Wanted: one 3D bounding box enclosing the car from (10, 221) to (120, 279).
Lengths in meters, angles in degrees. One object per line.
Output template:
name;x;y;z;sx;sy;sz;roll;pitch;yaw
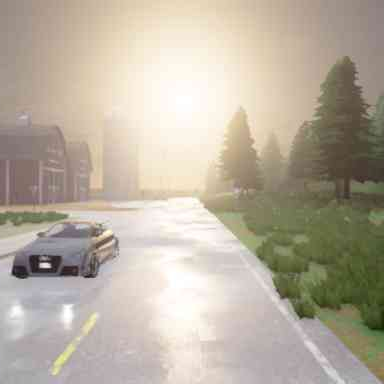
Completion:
car;-3.526;1.592;10.010;1.994;1.385;4.181;0;0;1
